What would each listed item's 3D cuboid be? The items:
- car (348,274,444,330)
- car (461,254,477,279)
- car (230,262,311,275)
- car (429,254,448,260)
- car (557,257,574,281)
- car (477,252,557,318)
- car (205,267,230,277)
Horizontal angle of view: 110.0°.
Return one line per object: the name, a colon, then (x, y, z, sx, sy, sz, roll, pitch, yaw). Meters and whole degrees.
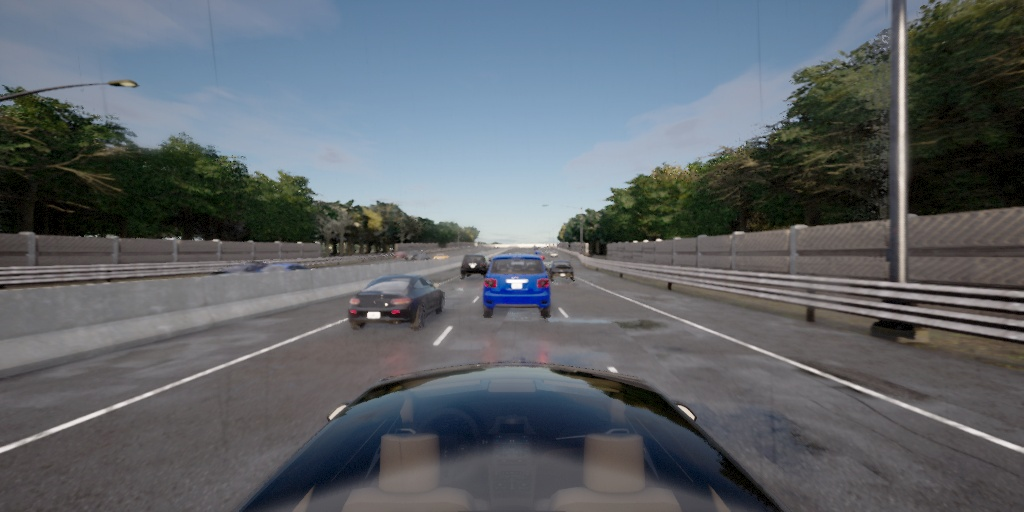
car: (-3.345, 1.272, 11.029, 1.812, 1.442, 4.674, 0, 0, 0)
car: (-3.008, 0.859, 30.826, 2.150, 2.045, 5.566, 0, 1, 1)
car: (-13.904, 1.198, 21.596, 1.882, 1.535, 5.008, 0, 0, 1)
car: (-12.423, 0.411, 62.467, 1.882, 1.535, 5.008, 0, 2, 4)
car: (3.816, 1.102, 28.733, 1.837, 1.490, 4.892, 0, 1, 2)
car: (0.173, 0.967, 13.183, 2.150, 2.045, 5.566, 0, 0, 1)
car: (-17.375, 1.275, 22.985, 1.994, 1.385, 4.181, 0, 0, 1)
